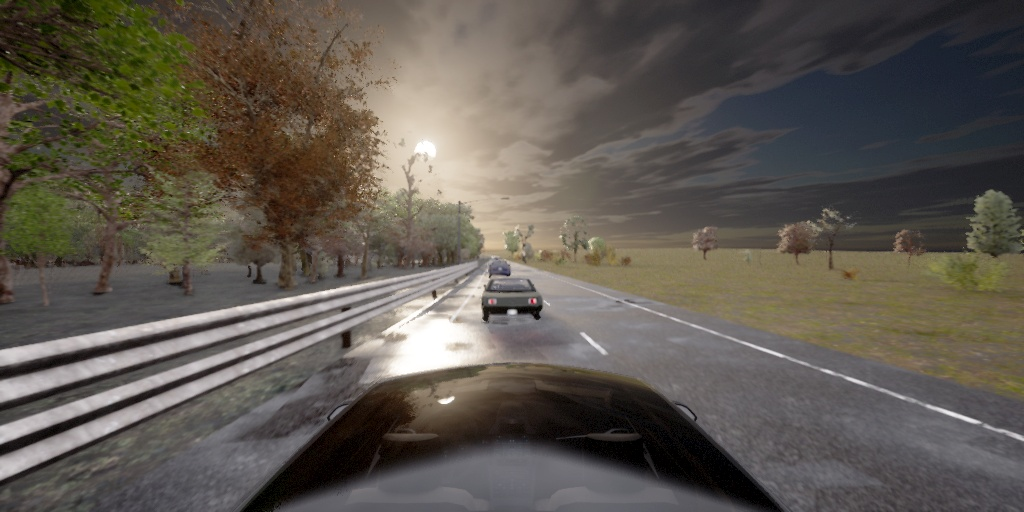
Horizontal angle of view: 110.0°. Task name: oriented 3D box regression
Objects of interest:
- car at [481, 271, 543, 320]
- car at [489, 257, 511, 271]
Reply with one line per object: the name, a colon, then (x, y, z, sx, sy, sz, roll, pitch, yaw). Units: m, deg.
car: (-0.094, 1.396, 12.930, 1.895, 1.301, 4.718, 0, 0, -3)
car: (-1.211, 1.226, 35.802, 2.097, 1.767, 4.553, 0, 0, -3)
